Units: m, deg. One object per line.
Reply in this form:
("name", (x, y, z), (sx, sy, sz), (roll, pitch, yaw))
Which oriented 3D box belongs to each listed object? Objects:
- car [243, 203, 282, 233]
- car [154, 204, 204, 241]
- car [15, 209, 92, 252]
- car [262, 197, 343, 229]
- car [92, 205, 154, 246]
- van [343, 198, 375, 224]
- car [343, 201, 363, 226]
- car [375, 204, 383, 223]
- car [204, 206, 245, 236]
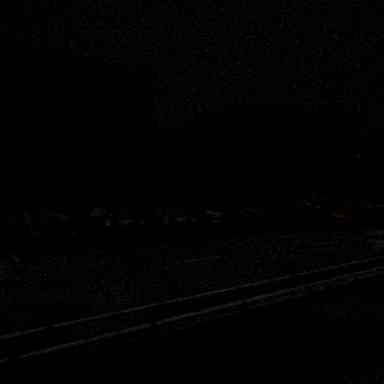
("car", (2.766, 1.615, 20.648), (2.231, 1.521, 4.892), (1, -1, -35))
("car", (-1.746, 1.422, 17.406), (2.185, 1.767, 4.553), (1, 0, -35))
("car", (-6.298, 1.486, 14.213), (2.231, 1.521, 4.892), (1, 0, -35))
("car", (7.310, 1.434, 23.854), (2.435, 2.045, 5.566), (1, -1, -35))
("car", (-4.012, 1.390, 15.794), (2.185, 1.767, 4.553), (1, 0, -35))
("van", (11.889, 1.536, 27.004), (1.878, 1.987, 4.442), (1, -1, -35))
("car", (9.662, 1.720, 25.335), (1.946, 1.575, 5.366), (1, -1, -35))
("car", (14.100, 1.550, 28.686), (2.435, 2.045, 5.566), (1, -1, -35))
("car", (0.500, 1.620, 19.040), (2.002, 1.452, 4.674), (1, 0, -35))
